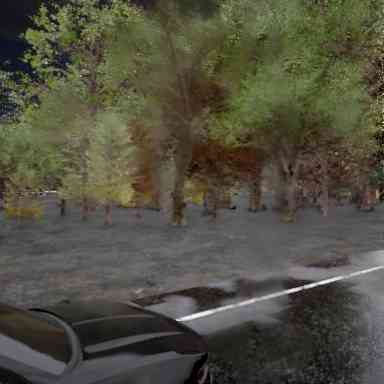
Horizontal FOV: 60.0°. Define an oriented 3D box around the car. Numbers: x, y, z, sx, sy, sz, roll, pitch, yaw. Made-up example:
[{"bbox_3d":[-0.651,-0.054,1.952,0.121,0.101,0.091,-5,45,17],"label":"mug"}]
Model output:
[{"bbox_3d":[-2.106,1.475,2.243,5.008,1.535,1.882,0,0,-36],"label":"car"}]
